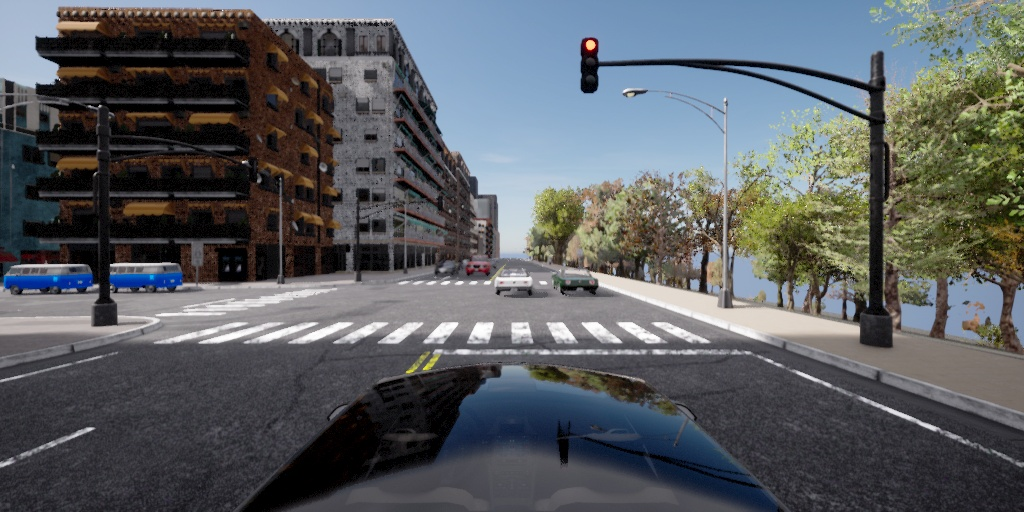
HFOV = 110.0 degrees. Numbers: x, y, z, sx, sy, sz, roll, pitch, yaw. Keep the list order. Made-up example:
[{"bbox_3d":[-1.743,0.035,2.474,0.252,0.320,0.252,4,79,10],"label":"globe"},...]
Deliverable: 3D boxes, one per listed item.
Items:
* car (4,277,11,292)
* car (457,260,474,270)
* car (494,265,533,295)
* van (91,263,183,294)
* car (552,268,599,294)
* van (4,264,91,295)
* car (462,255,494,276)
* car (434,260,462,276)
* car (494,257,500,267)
[{"bbox_3d":[-22.621,1.613,13.678,4.207,1.307,1.802,0,0,-1],"label":"car"},{"bbox_3d":[-6.546,1.242,51.134,1.812,1.442,4.674,0,0,0],"label":"car"},{"bbox_3d":[0.103,1.356,19.929,1.895,1.301,4.718,0,0,0],"label":"car"},{"bbox_3d":[-22.701,1.333,22.025,3.998,1.789,1.690,0,0,-1],"label":"van"},{"bbox_3d":[3.357,1.338,19.901,1.895,1.301,4.718,0,0,0],"label":"car"},{"bbox_3d":[-28.302,1.406,21.953,3.998,1.789,1.690,0,0,-1],"label":"van"},{"bbox_3d":[-3.317,0.943,36.310,2.150,2.045,5.566,0,0,0],"label":"car"},{"bbox_3d":[-6.566,1.214,36.372,2.128,1.511,4.902,0,0,0],"label":"car"},{"bbox_3d":[-3.288,1.208,53.301,2.128,1.511,4.902,0,0,0],"label":"car"}]
